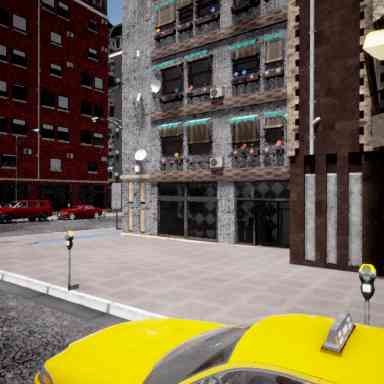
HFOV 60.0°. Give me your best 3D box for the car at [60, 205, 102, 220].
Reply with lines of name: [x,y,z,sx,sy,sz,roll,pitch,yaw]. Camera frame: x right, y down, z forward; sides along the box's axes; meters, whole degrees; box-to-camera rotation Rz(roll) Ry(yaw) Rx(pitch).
car: [-10.840,1.923,32.274,1.887,1.381,4.507,-1,-2,35]

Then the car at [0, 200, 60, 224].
car: [-14.136,1.591,27.635,2.192,1.841,5.009,-1,-2,35]

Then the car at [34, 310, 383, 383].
car: [0.754,1.525,2.338,4.829,1.417,1.752,0,0,36]
